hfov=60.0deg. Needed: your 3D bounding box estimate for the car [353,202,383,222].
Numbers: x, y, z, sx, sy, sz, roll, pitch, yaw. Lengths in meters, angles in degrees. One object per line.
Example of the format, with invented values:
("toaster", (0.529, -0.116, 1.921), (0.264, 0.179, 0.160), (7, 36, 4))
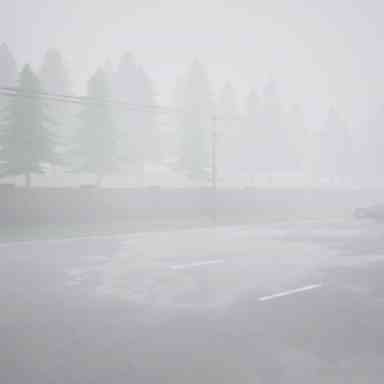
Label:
("car", (14.458, 1.499, 25.930), (4.674, 1.442, 1.812), (0, 0, -34))
